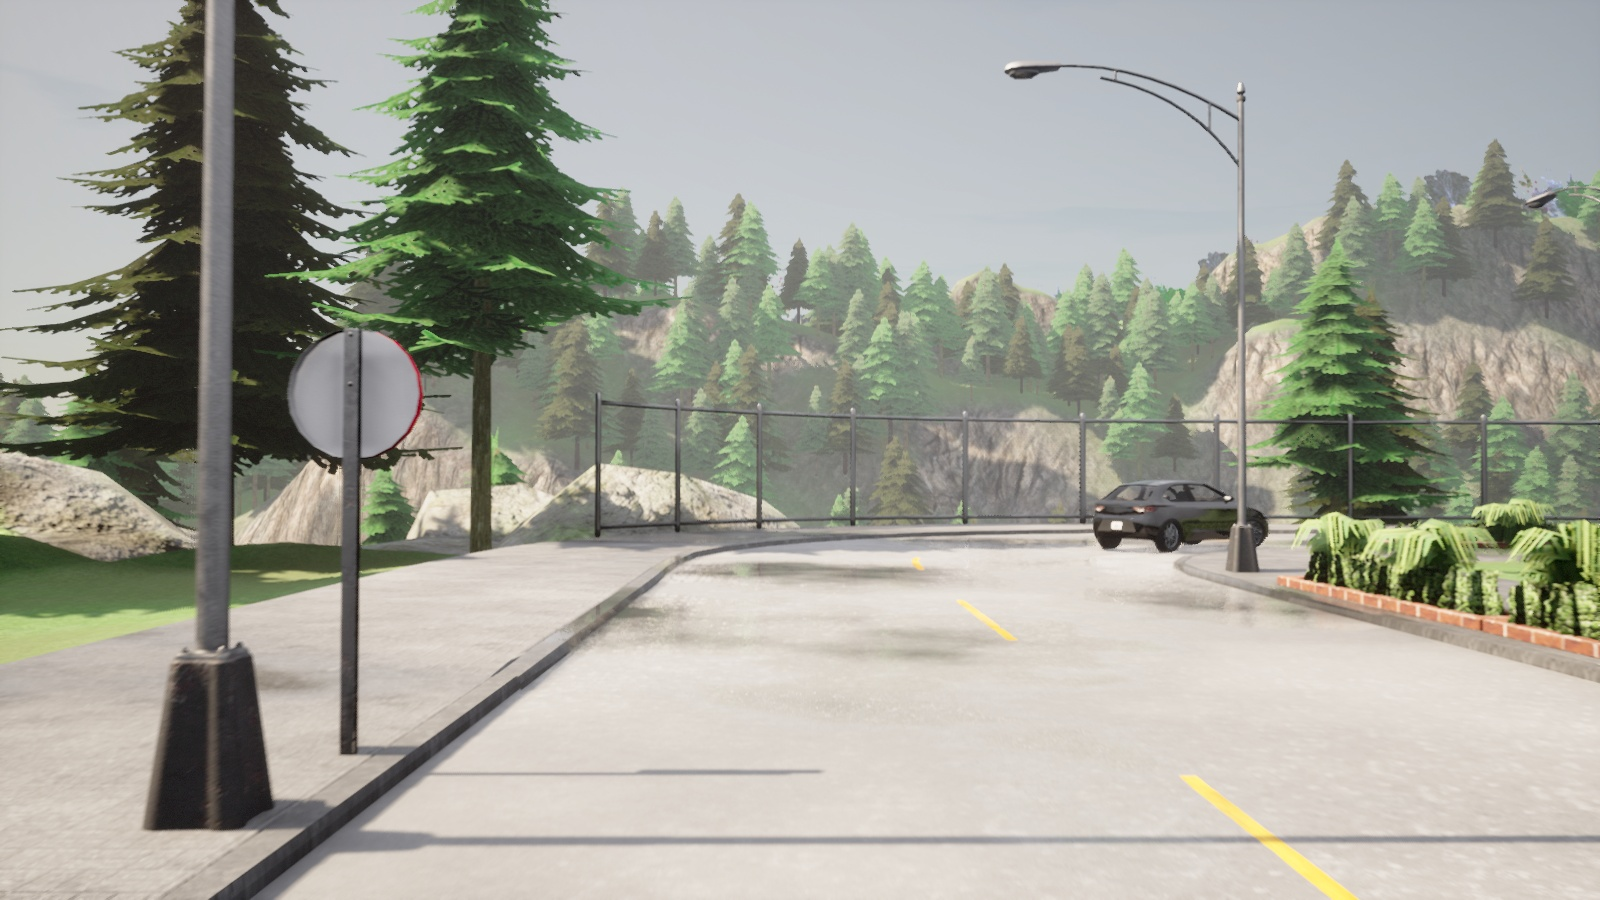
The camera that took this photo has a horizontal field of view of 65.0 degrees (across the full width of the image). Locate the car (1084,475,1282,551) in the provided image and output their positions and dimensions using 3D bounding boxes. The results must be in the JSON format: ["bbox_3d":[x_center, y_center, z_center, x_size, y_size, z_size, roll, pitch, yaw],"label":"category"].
[{"bbox_3d":[8.197,1.293,26.770,4.193,1.474,1.816,1,-2,-35],"label":"car"}]
